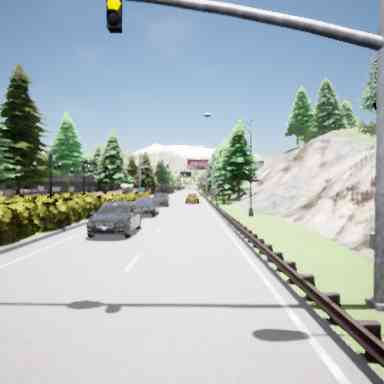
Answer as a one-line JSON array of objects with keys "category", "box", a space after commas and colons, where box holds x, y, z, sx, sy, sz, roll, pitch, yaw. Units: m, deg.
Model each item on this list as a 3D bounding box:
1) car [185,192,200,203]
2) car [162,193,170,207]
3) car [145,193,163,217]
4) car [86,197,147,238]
[{"category": "car", "box": [0.074, 0.742, 46.586, 1.882, 1.535, 5.008, 0, 1, 1]}, {"category": "car", "box": [-3.546, 0.882, 37.821, 1.837, 1.490, 4.892, 0, 1, 0]}, {"category": "car", "box": [-3.564, 1.091, 25.757, 1.812, 1.442, 4.674, 0, 1, 0]}, {"category": "car", "box": [-3.575, 1.222, 15.981, 1.837, 1.490, 4.892, 0, 1, 0]}]
